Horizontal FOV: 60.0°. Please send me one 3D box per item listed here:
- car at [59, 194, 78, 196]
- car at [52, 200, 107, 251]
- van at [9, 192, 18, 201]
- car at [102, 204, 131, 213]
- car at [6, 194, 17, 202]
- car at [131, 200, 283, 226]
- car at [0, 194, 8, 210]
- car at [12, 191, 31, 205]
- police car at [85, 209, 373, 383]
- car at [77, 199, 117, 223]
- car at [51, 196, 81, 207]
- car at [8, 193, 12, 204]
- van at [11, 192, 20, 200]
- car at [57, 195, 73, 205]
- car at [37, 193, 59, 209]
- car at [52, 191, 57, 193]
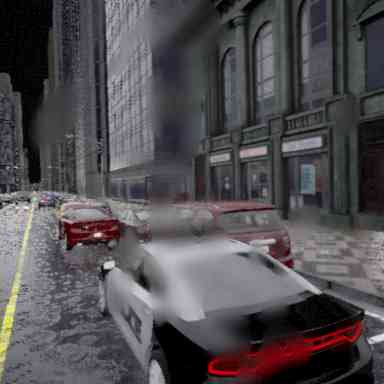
[{"bbox_3d":[-14.030,1.061,38.977,1.967,1.590,4.097,-2,1,-25],"label":"car"},{"bbox_3d":[-4.402,1.319,13.716,1.882,1.535,5.008,-2,1,-27],"label":"car"},{"bbox_3d":[-40.863,0.990,76.240,1.690,1.788,3.998,-2,1,-25],"label":"van"},{"bbox_3d":[-2.081,1.334,13.432,2.008,1.369,4.403,-2,1,-25],"label":"car"},{"bbox_3d":[-38.396,1.206,70.980,1.752,1.417,4.829,-2,1,-25],"label":"car"},{"bbox_3d":[0.301,1.133,8.318,2.192,1.841,5.009,-2,1,-25],"label":"car"},{"bbox_3d":[-24.140,1.182,40.471,2.192,1.841,5.009,-2,1,-25],"label":"car"},{"bbox_3d":[-27.655,0.921,54.484,2.150,2.045,5.566,-2,1,-25],"label":"car"},{"bbox_3d":[-0.129,1.323,4.827,1.930,1.638,5.238,-2,1,-25],"label":"police car"},{"bbox_3d":[-6.859,1.267,23.651,2.008,1.369,4.403,-2,1,-25],"label":"car"},{"bbox_3d":[-6.926,1.255,19.398,1.801,1.575,5.366,-2,1,-25],"label":"car"},{"bbox_3d":[-31.299,1.339,55.806,1.947,1.339,4.313,-2,1,-25],"label":"car"},{"bbox_3d":[-43.252,0.958,81.350,1.690,1.788,3.998,-2,1,-25],"label":"van"},{"bbox_3d":[-18.804,1.125,49.199,1.947,1.339,4.313,-2,1,-25],"label":"car"},{"bbox_3d":[-17.013,1.194,38.934,2.128,1.511,4.902,-2,1,-24],"label":"car"},{"bbox_3d":[-25.972,1.010,64.527,1.887,1.381,4.507,-2,1,-25],"label":"car"}]
